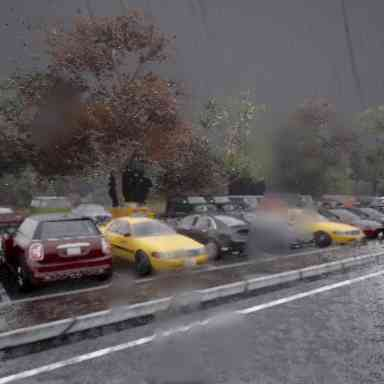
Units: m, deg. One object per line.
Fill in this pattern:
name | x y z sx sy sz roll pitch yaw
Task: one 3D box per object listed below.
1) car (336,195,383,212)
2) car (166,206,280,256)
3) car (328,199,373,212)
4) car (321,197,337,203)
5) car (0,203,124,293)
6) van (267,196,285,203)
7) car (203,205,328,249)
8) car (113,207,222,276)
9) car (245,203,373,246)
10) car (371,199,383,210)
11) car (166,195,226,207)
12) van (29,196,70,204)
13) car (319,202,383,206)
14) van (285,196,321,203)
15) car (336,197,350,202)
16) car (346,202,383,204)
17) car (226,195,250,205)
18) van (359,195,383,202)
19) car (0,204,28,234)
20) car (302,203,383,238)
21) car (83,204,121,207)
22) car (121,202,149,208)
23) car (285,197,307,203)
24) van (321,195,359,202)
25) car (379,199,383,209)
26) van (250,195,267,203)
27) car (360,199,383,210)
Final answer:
car | 22.416 1.466 44.212 2.435 2.045 5.566 1 0 -35
car | 0.577 1.517 12.601 2.231 1.521 4.892 0 0 -35
car | 20.189 1.714 42.559 2.163 1.488 4.792 1 0 -35
car | 13.387 1.634 37.796 2.163 1.488 4.792 0 0 -35
car | -3.933 1.372 9.364 2.185 1.767 4.553 0 0 -35
van | 6.566 1.343 33.055 1.878 1.987 4.442 0 0 -35
car | 2.833 1.526 14.220 2.231 1.521 4.892 0 0 -35
car | -1.582 1.504 10.847 1.946 1.575 5.366 0 0 -35
car | 5.207 1.531 15.671 1.946 1.575 5.366 0 0 -35
car | 29.204 1.857 48.998 2.002 1.452 4.674 1 0 -35
car | -0.124 1.290 28.123 2.435 2.045 5.566 0 0 -35
van | -9.342 1.279 21.748 1.878 1.987 4.442 0 0 -35
car | 9.642 1.581 19.015 2.163 1.488 4.792 0 0 -35
van | 11.225 1.364 36.090 1.878 1.987 4.442 0 0 -36
car | 15.539 1.654 39.324 2.163 1.488 4.792 1 0 -35
car | 11.905 1.590 20.624 2.163 1.488 4.792 0 0 -35
car | 2.134 1.299 29.728 2.435 2.045 5.566 0 0 -35
van | 14.084 1.344 22.351 1.878 1.987 4.442 0 0 -35
car | -11.429 1.536 20.119 2.002 1.452 4.674 0 0 -35
car | 7.379 1.572 17.407 2.163 1.488 4.792 0 0 -35
car | -7.019 1.554 23.260 2.002 1.452 4.674 0 0 -35
car | -4.654 1.523 24.930 2.097 1.535 5.008 0 0 -35
car | 8.888 1.577 34.568 2.097 1.535 5.008 0 0 -35
van | 17.749 1.426 41.003 1.878 1.987 4.442 1 0 -35
car | 31.478 1.879 50.581 2.163 1.488 4.792 1 0 -35
van | 4.443 1.334 31.260 1.878 1.987 4.442 0 0 -35
car | 27.053 1.780 47.245 1.946 1.575 5.366 1 0 -35
